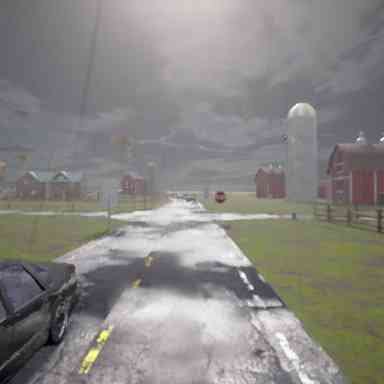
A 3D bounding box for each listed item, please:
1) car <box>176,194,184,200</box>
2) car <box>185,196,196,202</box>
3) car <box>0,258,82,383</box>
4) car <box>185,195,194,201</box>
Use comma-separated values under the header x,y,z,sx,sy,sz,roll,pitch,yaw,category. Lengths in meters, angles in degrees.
x,y,z,sx,sy,sz,roll,pitch,yaw,category
-3.003,1.213,84.256,1.882,1.535,5.008,0,0,-2,car
-0.064,1.619,80.136,1.837,1.490,4.892,0,0,-2,car
-2.849,1.552,3.622,2.033,1.411,5.357,0,0,0,car
-0.731,1.657,90.266,1.994,1.385,4.181,0,0,-6,car
